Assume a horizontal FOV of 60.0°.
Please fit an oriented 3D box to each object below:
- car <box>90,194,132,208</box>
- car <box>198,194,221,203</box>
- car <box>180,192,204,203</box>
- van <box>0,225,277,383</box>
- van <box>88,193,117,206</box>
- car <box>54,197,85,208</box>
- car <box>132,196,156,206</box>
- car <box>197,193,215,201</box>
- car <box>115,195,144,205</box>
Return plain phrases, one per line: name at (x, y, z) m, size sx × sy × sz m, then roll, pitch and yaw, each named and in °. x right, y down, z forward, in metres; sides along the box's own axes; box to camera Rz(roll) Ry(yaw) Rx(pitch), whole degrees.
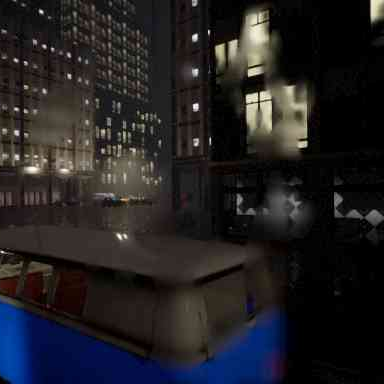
car at (-10.107, 1.267, 41.058) m, size 1.887 × 1.381 × 4.507 m, roll 0°, pitch 0°, yaw 36°
car at (3.218, 1.101, 59.252) m, size 2.008 × 1.369 × 4.403 m, roll 0°, pitch 0°, yaw 36°
car at (-0.115, 0.909, 54.702) m, size 2.192 × 1.841 × 5.009 m, roll 0°, pitch 0°, yaw 36°
van at (-1.082, 1.342, 3.663) m, size 3.998 × 1.788 × 1.690 m, roll 0°, pitch -1°, yaw 36°
van at (-13.560, 1.135, 50.525) m, size 1.690 × 1.788 × 3.998 m, roll 0°, pitch 0°, yaw 36°
car at (-16.891, 1.403, 45.975) m, size 1.947 × 1.339 × 4.313 m, roll 0°, pitch 0°, yaw 36°
car at (-6.776, 1.230, 45.606) m, size 2.008 × 1.369 × 4.403 m, roll 0°, pitch 0°, yaw 36°
car at (3.104, 1.016, 73.278) m, size 1.967 × 1.590 × 4.097 m, roll 0°, pitch 0°, yaw 36°
car at (-10.327, 1.278, 54.939) m, size 1.752 × 1.417 × 4.829 m, roll 0°, pitch 0°, yaw 36°
